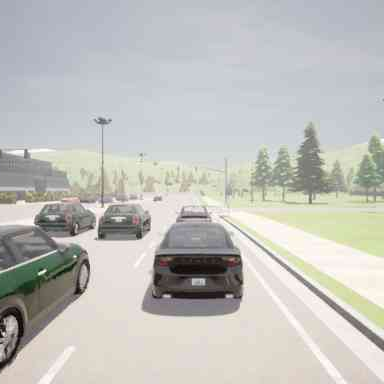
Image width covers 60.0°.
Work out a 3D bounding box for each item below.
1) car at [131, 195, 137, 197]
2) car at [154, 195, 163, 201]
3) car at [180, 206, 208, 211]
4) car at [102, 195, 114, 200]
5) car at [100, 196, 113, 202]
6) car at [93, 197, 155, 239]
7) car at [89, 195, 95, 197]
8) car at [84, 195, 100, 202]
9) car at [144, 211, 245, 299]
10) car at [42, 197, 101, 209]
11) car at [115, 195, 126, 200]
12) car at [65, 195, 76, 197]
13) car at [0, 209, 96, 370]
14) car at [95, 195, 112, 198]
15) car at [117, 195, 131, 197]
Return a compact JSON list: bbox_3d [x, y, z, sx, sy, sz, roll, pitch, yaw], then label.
[{"bbox_3d":[-16.118,1.551,91.378,1.994,1.385,4.181,0,0,0],"label":"car"},{"bbox_3d":[-8.136,1.525,80.982,2.128,1.511,4.902,0,0,0],"label":"car"},{"bbox_3d":[0.100,1.491,17.917,2.128,1.511,4.902,0,0,0],"label":"car"},{"bbox_3d":[-23.117,1.552,91.610,1.994,1.385,4.181,0,0,0],"label":"car"},{"bbox_3d":[-19.644,1.552,76.832,1.994,1.385,4.181,0,0,0],"label":"car"},{"bbox_3d":[-3.411,1.352,17.573,2.097,1.767,4.553,0,0,0],"label":"car"},{"bbox_3d":[-19.689,1.601,62.604,1.895,1.301,4.718,0,0,0],"label":"car"},{"bbox_3d":[-23.143,1.525,77.342,2.128,1.511,4.902,0,0,0],"label":"car"},{"bbox_3d":[0.114,1.478,8.499,1.882,1.535,5.008,0,0,0],"label":"car"},{"bbox_3d":[-6.915,1.352,18.553,2.097,1.767,4.553,0,0,0],"label":"car"},{"bbox_3d":[-19.618,1.552,91.140,1.994,1.385,4.181,0,0,0],"label":"car"},{"bbox_3d":[-23.192,1.352,62.772,2.097,1.767,4.553,0,0,1],"label":"car"},{"bbox_3d":[-3.390,1.352,5.840,2.097,1.767,4.553,0,0,0],"label":"car"},{"bbox_3d":[-16.201,1.525,62.440,1.812,1.442,4.674,0,0,0],"label":"car"},{"bbox_3d":[-16.143,1.500,77.175,1.837,1.490,4.892,0,0,0],"label":"car"}]
